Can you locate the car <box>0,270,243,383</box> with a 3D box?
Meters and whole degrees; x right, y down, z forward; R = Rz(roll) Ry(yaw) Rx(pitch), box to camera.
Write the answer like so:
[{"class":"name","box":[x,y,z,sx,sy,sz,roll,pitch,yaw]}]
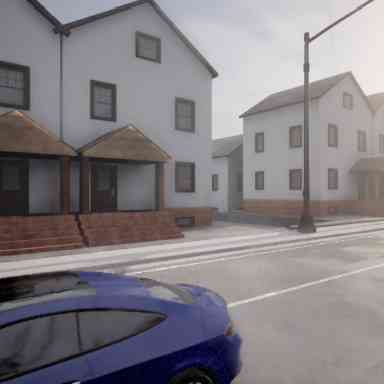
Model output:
[{"class":"car","box":[-1.608,1.526,2.838,4.674,1.442,1.812,0,0,-35]}]
